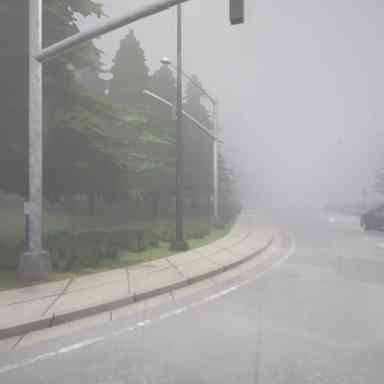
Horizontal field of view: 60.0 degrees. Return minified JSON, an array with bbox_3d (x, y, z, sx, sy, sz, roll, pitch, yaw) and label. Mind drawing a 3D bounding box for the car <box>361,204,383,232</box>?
[{"bbox_3d":[10.716,1.352,17.558,2.097,1.767,4.553,0,0,7],"label":"car"}]
